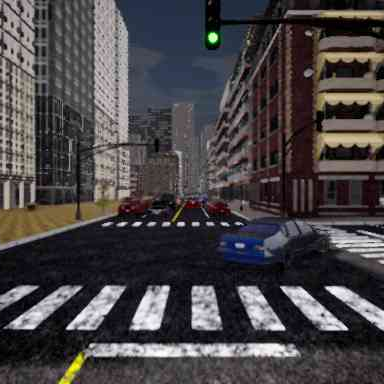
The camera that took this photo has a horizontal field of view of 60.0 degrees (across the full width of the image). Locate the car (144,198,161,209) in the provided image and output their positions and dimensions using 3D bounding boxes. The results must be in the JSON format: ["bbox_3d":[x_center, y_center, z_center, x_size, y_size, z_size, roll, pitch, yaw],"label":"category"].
[{"bbox_3d":[-5.695,1.632,48.470,1.947,1.339,4.313,0,0,0],"label":"car"}]

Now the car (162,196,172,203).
[{"bbox_3d":[-5.696,1.670,76.108,1.887,1.381,4.507,0,0,0],"label":"car"}]

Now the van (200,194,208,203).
[{"bbox_3d":[2.684,1.467,76.107,1.690,1.788,3.998,0,0,0],"label":"van"}]

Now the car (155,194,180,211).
[{"bbox_3d":[-3.077,1.279,42.778,2.150,2.045,5.566,0,0,0],"label":"car"}]

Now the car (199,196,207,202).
[{"bbox_3d":[2.685,1.684,81.635,1.887,1.381,4.507,0,0,0],"label":"car"}]

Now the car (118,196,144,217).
[{"bbox_3d":[-5.696,1.355,31.887,2.192,1.841,5.009,0,0,0],"label":"car"}]

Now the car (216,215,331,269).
[{"bbox_3d":[2.987,1.554,11.336,2.033,1.411,5.357,-1,0,40],"label":"car"}]

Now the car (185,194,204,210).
[{"bbox_3d":[0.100,1.411,44.196,2.097,1.767,4.553,0,0,0],"label":"car"}]

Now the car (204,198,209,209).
[{"bbox_3d":[2.685,1.593,37.413,1.887,1.381,4.507,0,0,0],"label":"car"}]

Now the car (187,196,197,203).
[{"bbox_3d":[-0.001,1.669,71.771,1.994,1.385,4.181,0,0,0],"label":"car"}]

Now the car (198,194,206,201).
[{"bbox_3d":[2.682,1.482,92.691,2.192,1.841,5.009,0,0,0],"label":"car"}]

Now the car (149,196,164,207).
[{"bbox_3d":[-5.696,1.517,53.998,1.967,1.590,4.097,0,0,0],"label":"car"}]

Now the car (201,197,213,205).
[{"bbox_3d":[2.684,1.655,59.524,1.947,1.339,4.313,0,0,0],"label":"car"}]

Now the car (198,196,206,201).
[{"bbox_3d":[2.685,1.703,87.162,2.008,1.369,4.403,0,0,0],"label":"car"}]

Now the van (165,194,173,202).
[{"bbox_3d":[-5.697,1.480,81.636,1.690,1.788,3.998,0,0,0],"label":"van"}]

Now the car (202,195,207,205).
[{"bbox_3d":[2.684,1.497,42.941,1.967,1.590,4.097,0,0,0],"label":"car"}]

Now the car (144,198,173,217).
[{"bbox_3d":[-3.089,1.565,31.567,1.812,1.442,4.674,0,0,0],"label":"car"}]

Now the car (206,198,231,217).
[{"bbox_3d":[2.685,1.585,31.886,1.887,1.381,4.507,0,0,0],"label":"car"}]
